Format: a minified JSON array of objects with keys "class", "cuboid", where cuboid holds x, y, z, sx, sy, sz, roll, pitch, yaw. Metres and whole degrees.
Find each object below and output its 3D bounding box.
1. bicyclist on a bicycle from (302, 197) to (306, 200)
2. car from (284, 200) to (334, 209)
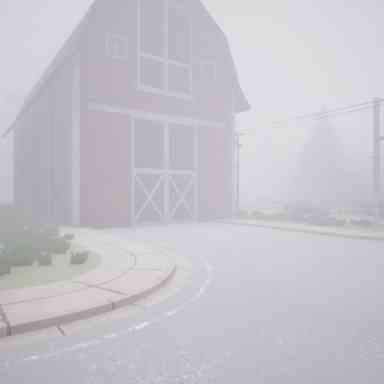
[{"class":"bicyclist on a bicycle","cuboid":[13.338,1.322,40.263,1.656,1.620,0.582,46,-25,-24]},{"class":"car","cuboid":[10.808,1.518,30.936,2.128,1.511,4.902,0,0,-35]}]
